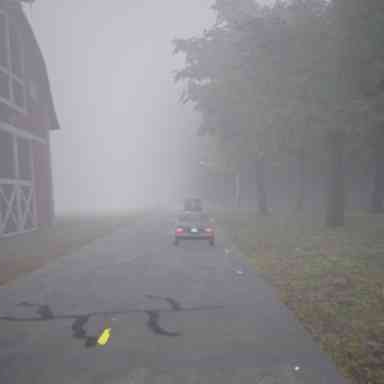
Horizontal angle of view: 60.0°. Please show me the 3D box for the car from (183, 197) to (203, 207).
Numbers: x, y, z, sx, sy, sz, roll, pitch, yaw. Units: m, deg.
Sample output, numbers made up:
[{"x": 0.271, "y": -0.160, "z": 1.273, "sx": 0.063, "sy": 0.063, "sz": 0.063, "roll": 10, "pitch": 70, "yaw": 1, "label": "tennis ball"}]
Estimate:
[{"x": 0.116, "y": 1.657, "z": 39.676, "sx": 2.150, "sy": 2.045, "sz": 5.566, "roll": 0, "pitch": -1, "yaw": 0, "label": "car"}]

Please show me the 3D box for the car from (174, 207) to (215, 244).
[{"x": 0.097, "y": 1.651, "z": 16.219, "sx": 2.033, "sy": 1.411, "sz": 5.357, "roll": 0, "pitch": -1, "yaw": 0, "label": "car"}]
